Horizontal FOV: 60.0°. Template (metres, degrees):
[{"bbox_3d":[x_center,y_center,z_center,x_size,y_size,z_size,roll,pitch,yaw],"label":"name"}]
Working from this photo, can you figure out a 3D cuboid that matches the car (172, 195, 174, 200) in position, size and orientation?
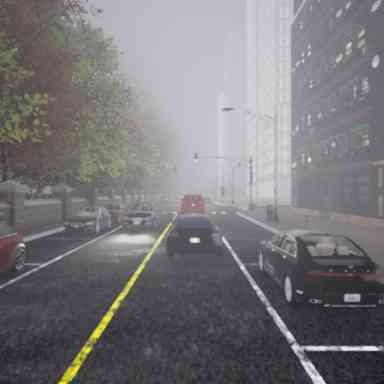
[{"bbox_3d":[-5.696,1.379,79.193,1.967,1.590,4.097,0,0,0],"label":"car"}]

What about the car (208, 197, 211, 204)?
[{"bbox_3d":[2.685,1.509,62.296,1.947,1.339,4.313,0,0,0],"label":"car"}]

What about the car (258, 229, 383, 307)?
[{"bbox_3d":[2.691,1.540,7.764,2.008,1.369,4.403,0,0,0],"label":"car"}]

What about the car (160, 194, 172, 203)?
[{"bbox_3d":[-5.695,1.522,67.927,1.802,1.307,4.206,0,0,0],"label":"car"}]

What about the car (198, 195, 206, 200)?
[{"bbox_3d":[2.683,1.485,90.459,1.887,1.381,4.507,0,0,0],"label":"car"}]

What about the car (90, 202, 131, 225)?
[{"bbox_3d":[-5.820,1.513,24.376,1.887,1.381,4.507,0,0,0],"label":"car"}]

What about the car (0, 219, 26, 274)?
[{"bbox_3d":[-5.688,1.429,7.761,1.967,1.590,4.097,0,0,0],"label":"car"}]

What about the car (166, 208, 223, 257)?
[{"bbox_3d":[0.098,1.547,12.875,1.994,1.385,4.181,0,0,0],"label":"car"}]

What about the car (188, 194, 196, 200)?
[{"bbox_3d":[-0.009,1.428,88.712,1.837,1.490,4.892,0,0,0],"label":"car"}]

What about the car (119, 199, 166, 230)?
[{"bbox_3d":[-3.083,1.464,21.150,2.128,1.511,4.902,0,0,0],"label":"car"}]

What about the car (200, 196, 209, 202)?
[{"bbox_3d":[2.684,1.506,73.561,1.947,1.339,4.313,0,0,0],"label":"car"}]

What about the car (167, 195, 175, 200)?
[{"bbox_3d":[-5.697,1.465,90.288,1.752,1.417,4.829,0,0,0],"label":"car"}]

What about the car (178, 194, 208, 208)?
[{"bbox_3d":[0.098,1.184,30.895,2.150,2.045,5.566,0,0,0],"label":"car"}]

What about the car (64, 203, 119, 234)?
[{"bbox_3d":[-5.767,1.526,18.836,2.008,1.369,4.403,0,0,0],"label":"car"}]

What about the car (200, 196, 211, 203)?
[{"bbox_3d":[2.685,1.507,67.928,1.947,1.339,4.313,0,0,0],"label":"car"}]
